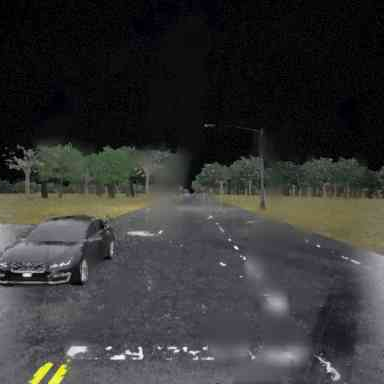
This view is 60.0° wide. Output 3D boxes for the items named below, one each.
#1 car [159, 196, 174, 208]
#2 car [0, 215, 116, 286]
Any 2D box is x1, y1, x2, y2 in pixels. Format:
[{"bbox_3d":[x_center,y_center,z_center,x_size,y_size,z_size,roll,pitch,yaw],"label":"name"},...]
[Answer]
[{"bbox_3d":[-3.599,1.402,46.824,1.837,1.490,4.892,0,0,0],"label":"car"},{"bbox_3d":[-3.492,1.471,9.469,1.837,1.490,4.892,0,1,0],"label":"car"}]
